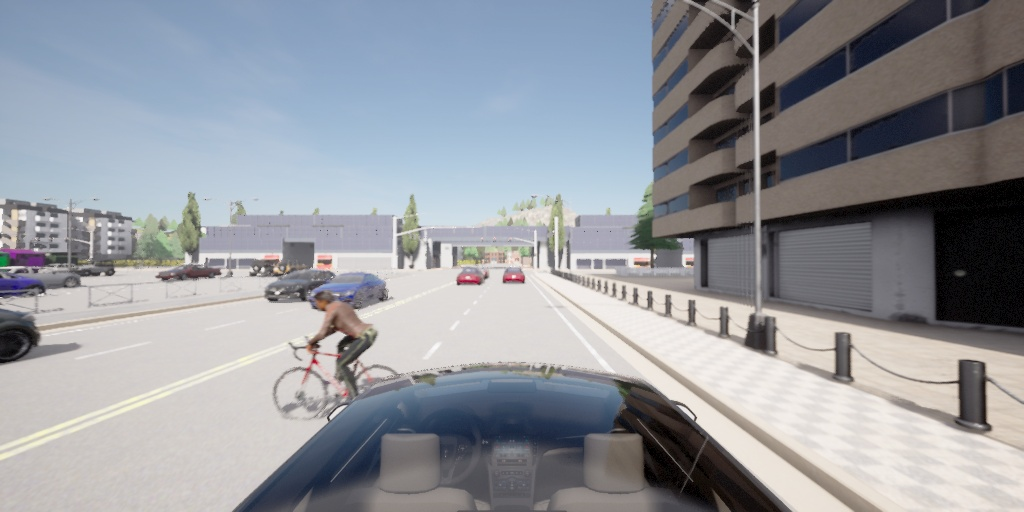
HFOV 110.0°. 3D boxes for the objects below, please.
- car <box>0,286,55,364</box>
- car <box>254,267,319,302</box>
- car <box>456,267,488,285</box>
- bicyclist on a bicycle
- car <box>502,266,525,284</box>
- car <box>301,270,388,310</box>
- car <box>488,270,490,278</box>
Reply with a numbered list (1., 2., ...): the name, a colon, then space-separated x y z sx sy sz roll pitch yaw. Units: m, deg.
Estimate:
1. car: -10.595 1.360 5.514 1.994 1.385 4.181 0 -1 0
2. car: -10.565 1.464 18.582 1.837 1.490 4.892 0 -1 0
3. car: -3.399 1.662 29.863 1.994 1.385 4.181 0 -1 1
4. bicyclist on a bicycle: -2.144 1.237 4.432 1.656 1.620 0.582 -2 -1 0
5. car: 0.155 1.687 31.813 1.994 1.385 4.181 0 -1 0
6. car: -7.038 1.452 16.009 1.812 1.442 4.674 0 -1 1
7. car: -3.439 1.808 38.660 1.895 1.301 4.718 0 -1 0
